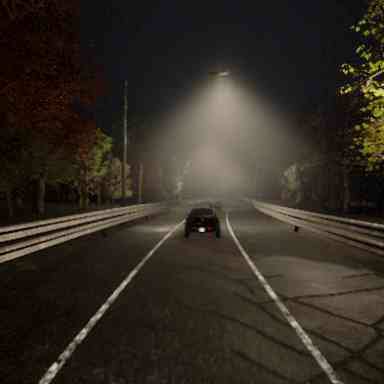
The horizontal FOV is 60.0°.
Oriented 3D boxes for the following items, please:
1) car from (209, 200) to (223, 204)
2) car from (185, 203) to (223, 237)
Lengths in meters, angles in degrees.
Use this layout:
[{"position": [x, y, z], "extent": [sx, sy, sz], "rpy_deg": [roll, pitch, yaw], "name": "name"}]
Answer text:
[{"position": [3.193, 1.815, 45.605], "extent": [2.033, 1.411, 5.357], "rpy_deg": [0, 0, 9], "name": "car"}, {"position": [0.634, 1.601, 18.736], "extent": [1.837, 1.490, 4.892], "rpy_deg": [0, 0, 3], "name": "car"}]
